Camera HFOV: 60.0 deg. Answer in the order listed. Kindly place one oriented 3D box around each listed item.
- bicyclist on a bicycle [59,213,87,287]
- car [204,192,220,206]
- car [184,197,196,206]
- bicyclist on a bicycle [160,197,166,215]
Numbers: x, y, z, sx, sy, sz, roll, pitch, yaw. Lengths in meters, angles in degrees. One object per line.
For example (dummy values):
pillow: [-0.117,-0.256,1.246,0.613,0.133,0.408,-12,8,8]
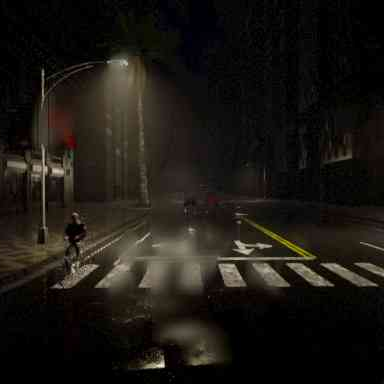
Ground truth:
bicyclist on a bicycle: [-3.089,1.430,8.609,0.659,1.776,1.843,-1,0,1]
car: [2.996,1.089,51.409,2.150,2.045,5.566,0,0,1]
car: [-0.250,1.494,51.456,1.895,1.301,4.718,0,0,1]
bicyclist on a bicycle: [-2.763,1.354,31.418,0.659,1.776,1.843,0,0,1]
